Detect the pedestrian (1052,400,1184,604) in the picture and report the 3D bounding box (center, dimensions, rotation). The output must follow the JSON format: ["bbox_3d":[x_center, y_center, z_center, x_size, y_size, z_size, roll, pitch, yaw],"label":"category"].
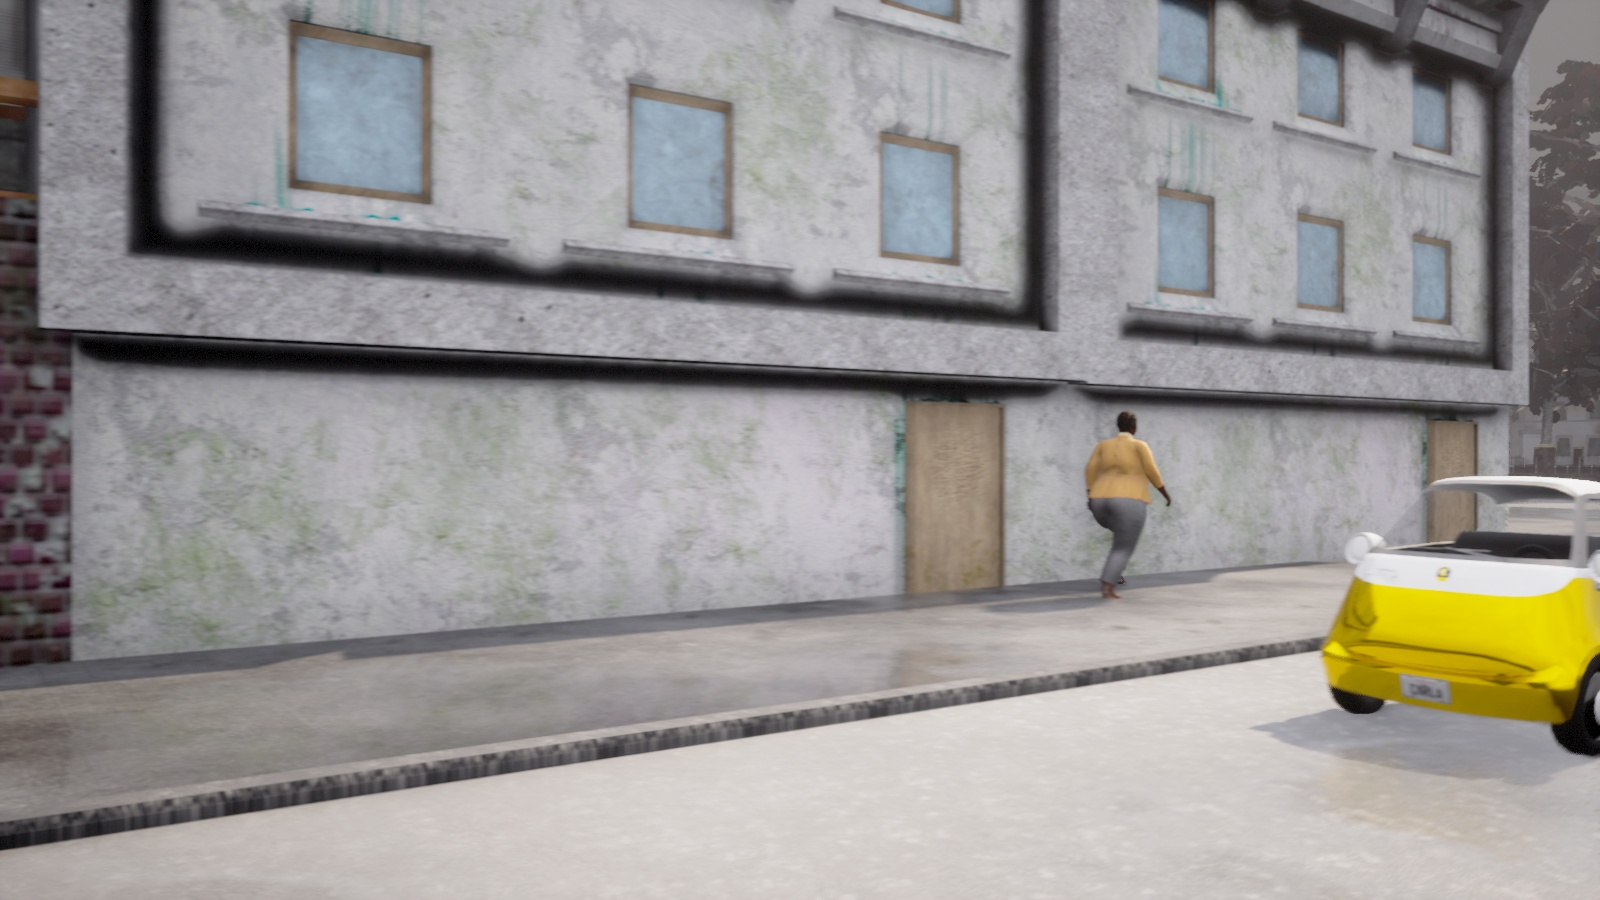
[{"bbox_3d":[3.056,0.478,12.066,0.900,1.855,0.874,0,0,-42],"label":"pedestrian"}]

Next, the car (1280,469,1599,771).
[{"bbox_3d":[4.021,0.808,7.070,2.207,1.376,1.481,0,0,-35],"label":"car"}]
